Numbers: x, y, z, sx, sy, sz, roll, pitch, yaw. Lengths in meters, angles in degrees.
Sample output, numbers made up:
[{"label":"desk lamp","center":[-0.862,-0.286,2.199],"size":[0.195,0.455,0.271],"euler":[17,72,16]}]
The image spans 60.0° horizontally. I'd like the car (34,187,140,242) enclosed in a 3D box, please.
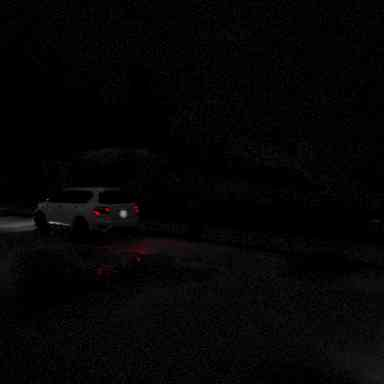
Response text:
[{"label":"car","center":[-4.590,0.800,14.165],"size":[5.566,2.045,2.150],"euler":[2,2,41]}]
